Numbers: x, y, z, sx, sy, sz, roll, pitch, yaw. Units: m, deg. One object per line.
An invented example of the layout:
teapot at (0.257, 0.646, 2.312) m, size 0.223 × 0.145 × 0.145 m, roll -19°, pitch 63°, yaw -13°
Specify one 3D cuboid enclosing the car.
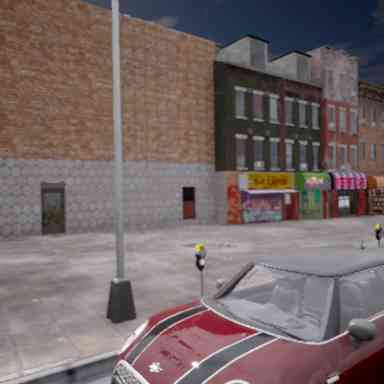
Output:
car at (1.199, 1.431, 3.663) m, size 4.097 × 1.590 × 1.967 m, roll 0°, pitch -1°, yaw -35°
